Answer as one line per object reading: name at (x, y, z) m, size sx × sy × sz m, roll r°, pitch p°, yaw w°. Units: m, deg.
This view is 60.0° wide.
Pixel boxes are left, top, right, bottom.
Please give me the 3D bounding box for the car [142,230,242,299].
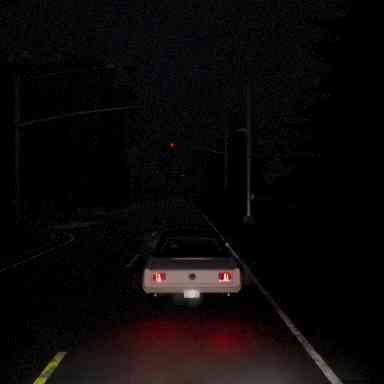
car at (-0.036, 1.600, 8.377) m, size 1.895 × 1.301 × 4.718 m, roll 0°, pitch 0°, yaw -1°
